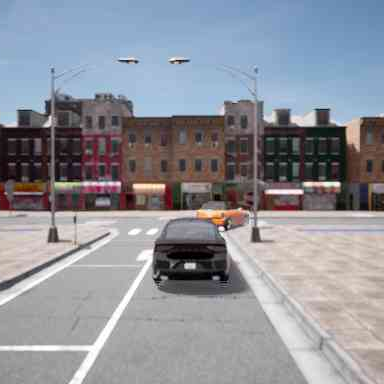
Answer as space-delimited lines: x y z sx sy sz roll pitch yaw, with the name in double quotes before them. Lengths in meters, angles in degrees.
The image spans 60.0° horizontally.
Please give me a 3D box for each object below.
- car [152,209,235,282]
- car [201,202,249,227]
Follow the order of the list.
"car" -0.027 1.489 9.851 1.882 1.535 5.008 0 0 0
"car" 2.020 1.388 21.114 2.097 1.767 4.553 1 0 28
